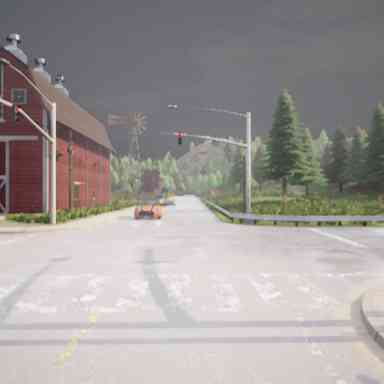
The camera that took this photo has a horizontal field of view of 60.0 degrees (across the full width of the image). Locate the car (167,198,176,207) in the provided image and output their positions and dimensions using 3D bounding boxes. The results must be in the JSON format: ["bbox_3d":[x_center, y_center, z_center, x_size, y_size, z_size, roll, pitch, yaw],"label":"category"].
[{"bbox_3d":[-3.523,1.635,52.042,1.895,1.301,4.718,0,0,0],"label":"car"}]

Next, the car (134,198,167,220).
[{"bbox_3d":[-3.513,1.373,27.844,2.097,1.767,4.553,0,0,0],"label":"car"}]
